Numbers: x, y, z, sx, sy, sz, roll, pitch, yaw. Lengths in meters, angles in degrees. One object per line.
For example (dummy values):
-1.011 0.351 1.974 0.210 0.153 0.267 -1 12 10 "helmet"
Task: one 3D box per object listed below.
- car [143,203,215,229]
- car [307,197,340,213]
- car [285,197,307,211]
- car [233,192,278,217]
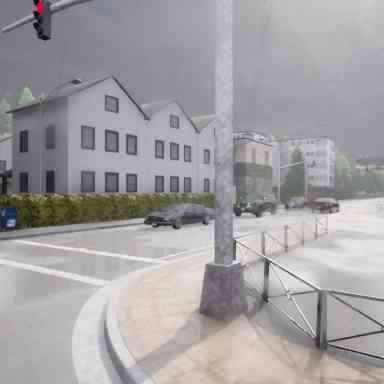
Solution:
-0.511 1.360 20.206 2.033 1.411 5.357 0 0 35 "car"
13.516 1.289 33.608 1.882 1.535 5.008 0 0 35 "car"
12.148 1.305 37.976 2.128 1.511 4.902 0 0 36 "car"
5.646 1.034 28.893 2.150 2.045 5.566 0 0 35 "car"
